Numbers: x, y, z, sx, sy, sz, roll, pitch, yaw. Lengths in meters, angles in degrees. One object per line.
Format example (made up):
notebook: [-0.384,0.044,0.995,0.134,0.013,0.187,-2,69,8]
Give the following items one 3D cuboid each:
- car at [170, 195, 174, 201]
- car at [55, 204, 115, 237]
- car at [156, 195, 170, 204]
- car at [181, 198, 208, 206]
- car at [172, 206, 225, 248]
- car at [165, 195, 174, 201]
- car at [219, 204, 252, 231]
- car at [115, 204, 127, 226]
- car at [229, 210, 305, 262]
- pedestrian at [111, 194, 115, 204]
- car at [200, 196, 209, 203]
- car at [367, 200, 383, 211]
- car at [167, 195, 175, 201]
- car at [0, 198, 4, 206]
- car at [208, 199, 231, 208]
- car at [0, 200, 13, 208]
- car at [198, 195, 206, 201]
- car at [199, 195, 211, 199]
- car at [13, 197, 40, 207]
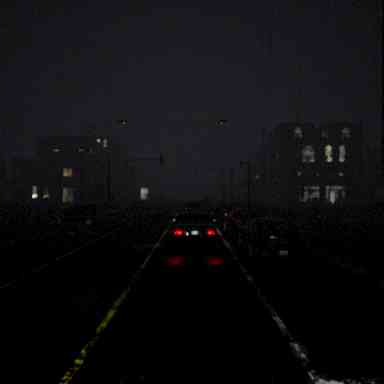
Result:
car: [-5.646,1.565,72.492,2.008,1.369,4.403,0,0,0]
car: [-5.676,1.443,17.678,1.967,1.590,4.097,0,0,0]
car: [-5.652,1.593,61.449,1.802,1.307,4.206,0,0,0]
car: [0.116,1.508,28.842,1.837,1.490,4.892,0,-1,0]
car: [0.106,1.550,14.718,2.033,1.411,5.357,0,0,0]
car: [-5.639,1.458,83.536,1.967,1.590,4.097,0,0,0]
car: [2.704,1.548,17.656,1.887,1.381,4.507,0,0,0]
car: [-5.674,1.555,23.370,2.008,1.369,4.403,0,0,0]
car: [2.700,1.553,11.965,2.008,1.369,4.403,0,0,0]
pedestrian: [-12.523,1.140,52.586,0.375,1.860,0.375,0,-1,1]
car: [2.734,1.596,72.473,1.802,1.307,4.206,0,0,0]
car: [23.668,1.685,40.648,4.206,1.307,1.802,0,-1,1]
car: [-5.637,1.545,88.888,1.752,1.417,4.829,0,0,0]
car: [-30.790,1.487,49.934,4.206,1.307,1.802,0,-1,1]
car: [2.710,1.556,29.040,2.008,1.369,4.403,0,0,0]
car: [-25.389,1.432,41.466,4.403,1.369,2.008,0,-1,1]
car: [2.744,1.570,89.040,2.008,1.369,4.403,0,0,0]
car: [2.728,1.577,61.431,1.947,1.339,4.313,0,0,0]
car: [-25.423,1.452,49.848,4.829,1.417,1.752,0,-1,1]
